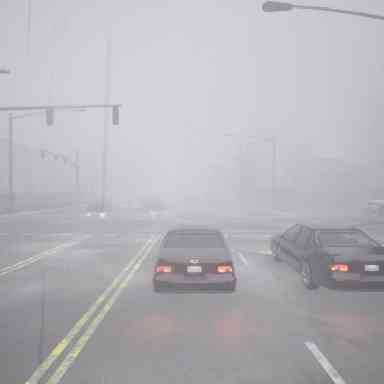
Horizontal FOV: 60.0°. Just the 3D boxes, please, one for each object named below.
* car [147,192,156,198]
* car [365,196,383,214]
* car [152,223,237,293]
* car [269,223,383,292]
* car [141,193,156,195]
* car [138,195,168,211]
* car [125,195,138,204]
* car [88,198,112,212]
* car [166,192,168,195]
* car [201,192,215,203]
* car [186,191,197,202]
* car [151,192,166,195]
[{"bbox_3d":[-10.769,0.862,88.616,1.837,1.490,4.892,0,1,0],"label":"car"},{"bbox_3d":[21.317,1.222,35.135,5.566,2.045,2.150,0,0,-2],"label":"car"},{"bbox_3d":[0.052,1.547,8.970,2.033,1.411,5.357,0,0,0],"label":"car"},{"bbox_3d":[3.552,1.547,9.079,2.033,1.411,5.357,0,0,0],"label":"car"},{"bbox_3d":[-7.249,1.358,56.192,1.882,1.535,5.008,0,1,0],"label":"car"},{"bbox_3d":[-4.676,1.483,40.559,1.837,1.490,4.892,-2,1,-27],"label":"car"},{"bbox_3d":[-10.755,1.366,59.975,1.812,1.442,4.674,0,1,0],"label":"car"},{"bbox_3d":[-10.720,1.464,39.024,1.882,1.535,5.008,0,0,0],"label":"car"},{"bbox_3d":[-7.260,0.781,85.668,2.097,1.767,4.553,0,1,0],"label":"car"},{"bbox_3d":[3.401,0.993,65.662,2.150,2.045,5.566,0,1,0],"label":"car"},{"bbox_3d":[-0.127,1.062,70.237,2.097,1.767,4.553,0,1,0],"label":"car"},{"bbox_3d":[-7.216,1.249,71.067,1.994,1.385,4.181,0,1,0],"label":"car"}]
